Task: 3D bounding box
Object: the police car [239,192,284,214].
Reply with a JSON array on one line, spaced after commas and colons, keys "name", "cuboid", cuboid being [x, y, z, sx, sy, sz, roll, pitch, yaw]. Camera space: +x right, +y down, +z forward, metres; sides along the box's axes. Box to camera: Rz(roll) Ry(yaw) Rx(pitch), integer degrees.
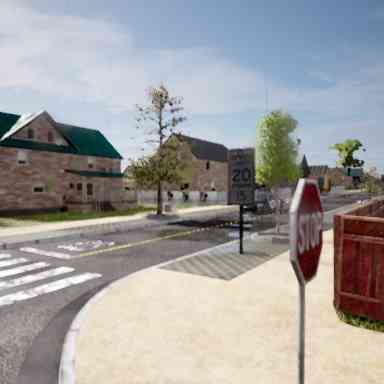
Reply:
[{"name": "police car", "cuboid": [5.266, 0.800, 25.207, 2.038, 1.542, 4.974, 0, 1, 35]}]
